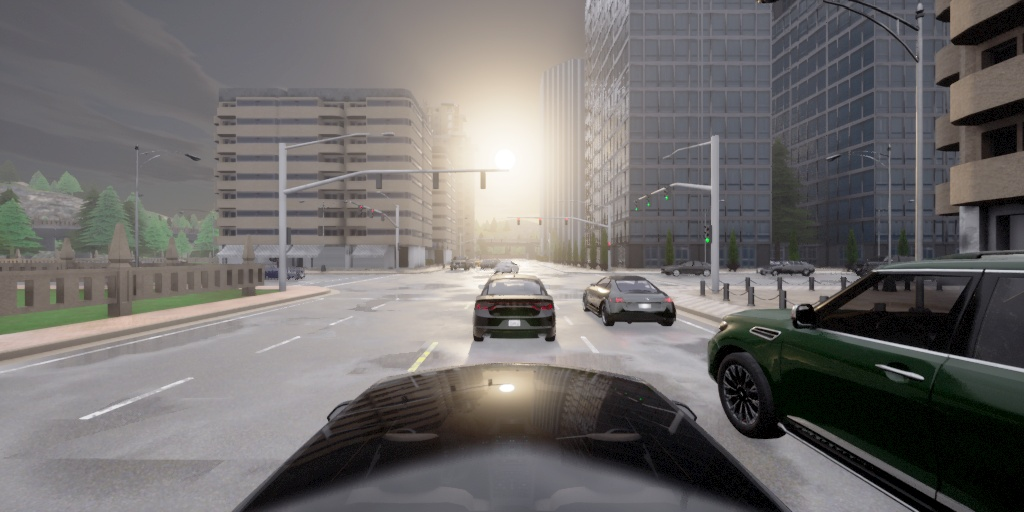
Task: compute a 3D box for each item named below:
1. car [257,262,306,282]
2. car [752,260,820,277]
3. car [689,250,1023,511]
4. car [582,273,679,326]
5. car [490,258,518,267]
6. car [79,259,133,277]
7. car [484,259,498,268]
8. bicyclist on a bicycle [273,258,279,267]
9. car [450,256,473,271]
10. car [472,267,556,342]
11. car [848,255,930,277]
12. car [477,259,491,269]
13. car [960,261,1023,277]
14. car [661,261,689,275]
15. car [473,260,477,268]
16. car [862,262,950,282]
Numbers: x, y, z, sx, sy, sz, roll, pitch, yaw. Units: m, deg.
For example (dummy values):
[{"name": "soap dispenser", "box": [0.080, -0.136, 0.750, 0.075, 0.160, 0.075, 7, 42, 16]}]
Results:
[{"name": "car", "box": [-18.521, 1.220, 27.758, 4.674, 1.442, 1.812, 0, 0, 2]}, {"name": "car", "box": [26.315, 1.186, 34.582, 4.902, 1.511, 2.128, 0, 0, 0]}, {"name": "car", "box": [3.601, 0.971, 2.268, 2.150, 2.045, 5.566, 0, 0, 0]}, {"name": "car", "box": [3.571, 1.314, 11.622, 1.994, 1.385, 4.181, 0, 0, 0]}, {"name": "car", "box": [-0.581, 1.240, 39.465, 1.812, 1.442, 4.674, 0, -1, 14]}, {"name": "car", "box": [-34.255, 1.201, 29.612, 4.892, 1.490, 1.837, 0, 0, 18]}, {"name": "car", "box": [-3.613, 1.241, 62.285, 2.128, 1.511, 4.902, 0, 0, 0]}, {"name": "bicyclist on a bicycle", "box": [-26.109, 0.995, 39.787, 0.582, 1.620, 1.656, 0, 0, 7]}, {"name": "car", "box": [-7.132, 0.972, 49.574, 2.150, 2.045, 5.566, 0, 0, 0]}, {"name": "car", "box": [0.063, 1.228, 9.841, 1.882, 1.535, 5.008, 0, 0, 0]}, {"name": "car", "box": [36.194, 0.916, 34.530, 5.566, 2.045, 2.150, 0, 0, 0]}, {"name": "car", "box": [-3.632, 1.255, 52.945, 1.837, 1.490, 4.892, 0, 0, 0]}, {"name": "car", "box": [46.533, 1.220, 34.450, 4.674, 1.442, 1.812, 0, 0, 1]}, {"name": "car", "box": [16.953, 1.199, 34.633, 4.892, 1.490, 1.837, 0, 0, 0]}, {"name": "car", "box": [-7.125, 1.255, 59.278, 1.837, 1.490, 4.892, 0, 0, 0]}, {"name": "car", "box": [29.972, 1.220, 27.366, 4.674, 1.442, 1.812, 0, 0, 0]}]
